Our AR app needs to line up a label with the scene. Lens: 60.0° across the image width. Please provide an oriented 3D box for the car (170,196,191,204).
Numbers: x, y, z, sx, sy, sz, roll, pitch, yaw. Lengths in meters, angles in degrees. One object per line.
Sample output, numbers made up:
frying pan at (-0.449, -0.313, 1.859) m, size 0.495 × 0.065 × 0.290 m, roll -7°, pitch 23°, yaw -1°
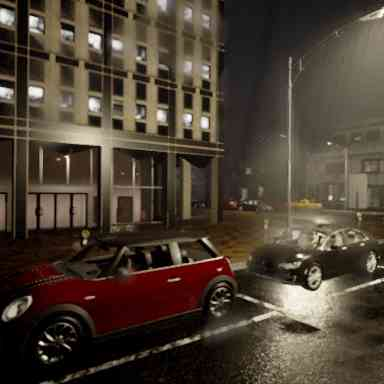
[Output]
car at (-2.260, 1.445, 63.226) m, size 1.752 × 1.417 × 4.829 m, roll 1°, pitch 0°, yaw -35°

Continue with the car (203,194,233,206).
car at (4.131, 1.278, 53.974) m, size 2.192 × 1.841 × 5.009 m, roll 1°, pitch 0°, yaw -35°

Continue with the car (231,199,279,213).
car at (6.669, 1.510, 35.544) m, size 2.008 × 1.369 × 4.403 m, roll 1°, pitch 0°, yaw -35°

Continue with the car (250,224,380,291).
car at (3.402, 1.577, 8.983) m, size 4.403 × 1.369 × 2.008 m, roll 0°, pitch 0°, yaw -36°

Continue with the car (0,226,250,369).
car at (-1.231, 1.447, 5.677) m, size 4.097 × 1.590 × 1.967 m, roll 0°, pitch 0°, yaw -36°

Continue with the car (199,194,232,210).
car at (3.526, 1.250, 40.102) m, size 2.192 × 1.841 × 5.009 m, roll 1°, pitch 0°, yaw -35°

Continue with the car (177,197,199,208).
car at (0.377, 1.464, 44.658) m, size 2.008 × 1.369 × 4.403 m, roll 1°, pitch 0°, yaw -35°

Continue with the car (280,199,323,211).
car at (13.470, 1.556, 40.444) m, size 1.752 × 1.417 × 4.829 m, roll 1°, pitch 0°, yaw -35°
